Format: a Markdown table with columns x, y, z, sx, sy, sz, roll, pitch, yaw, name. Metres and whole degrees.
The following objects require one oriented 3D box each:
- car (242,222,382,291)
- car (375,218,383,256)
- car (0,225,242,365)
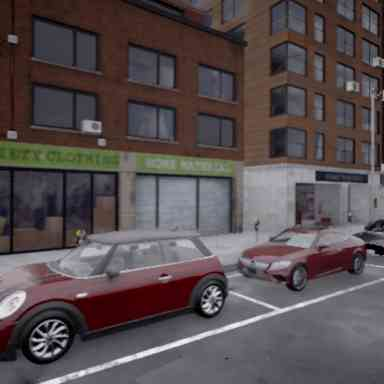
| x | y | z | sx | sy | sz | roll | pitch | yaw | name |
| --- | --- | --- | --- | --- | --- | --- | --- | --- | --- |
| 3.112 | 1.602 | 8.981 | 4.206 | 1.307 | 1.802 | 0 | 0 | -36 | car |
| 7.596 | 1.602 | 12.181 | 4.313 | 1.339 | 1.947 | 0 | 0 | -36 | car |
| -1.371 | 1.445 | 5.782 | 4.097 | 1.590 | 1.967 | 0 | 0 | -36 | car |
